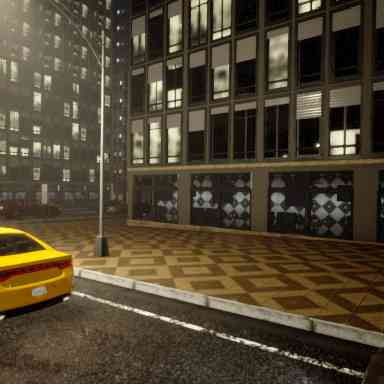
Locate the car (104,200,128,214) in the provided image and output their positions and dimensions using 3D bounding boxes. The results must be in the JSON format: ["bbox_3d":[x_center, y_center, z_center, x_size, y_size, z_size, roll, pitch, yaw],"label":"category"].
[{"bbox_3d":[-7.603,1.829,38.823,1.752,1.417,4.829,1,0,36],"label":"car"}]

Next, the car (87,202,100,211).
[{"bbox_3d":[-11.156,1.775,43.754,2.033,1.411,5.357,1,0,36],"label":"car"}]

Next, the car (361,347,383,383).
[{"bbox_3d":[3.491,1.548,1.208,5.357,1.411,2.033,0,0,35],"label":"car"}]

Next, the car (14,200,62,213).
[{"bbox_3d":[-17.899,1.642,38.956,1.752,1.417,4.829,1,0,36],"label":"car"}]

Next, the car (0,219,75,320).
[{"bbox_3d":[-4.528,1.474,6.881,5.008,1.535,1.882,0,0,35],"label":"car"}]

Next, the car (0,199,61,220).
[{"bbox_3d":[-14.374,1.518,29.591,2.192,1.841,5.009,1,0,36],"label":"car"}]
